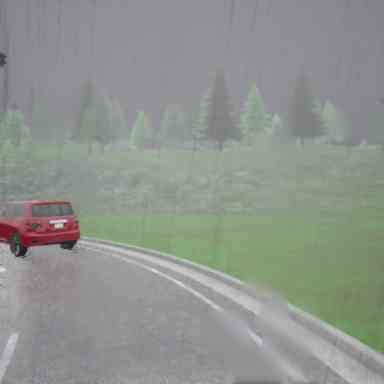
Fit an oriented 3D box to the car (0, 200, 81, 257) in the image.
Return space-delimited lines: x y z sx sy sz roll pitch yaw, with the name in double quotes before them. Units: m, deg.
"car" -6.794 1.347 13.793 5.566 2.045 2.150 -1 -1 42
